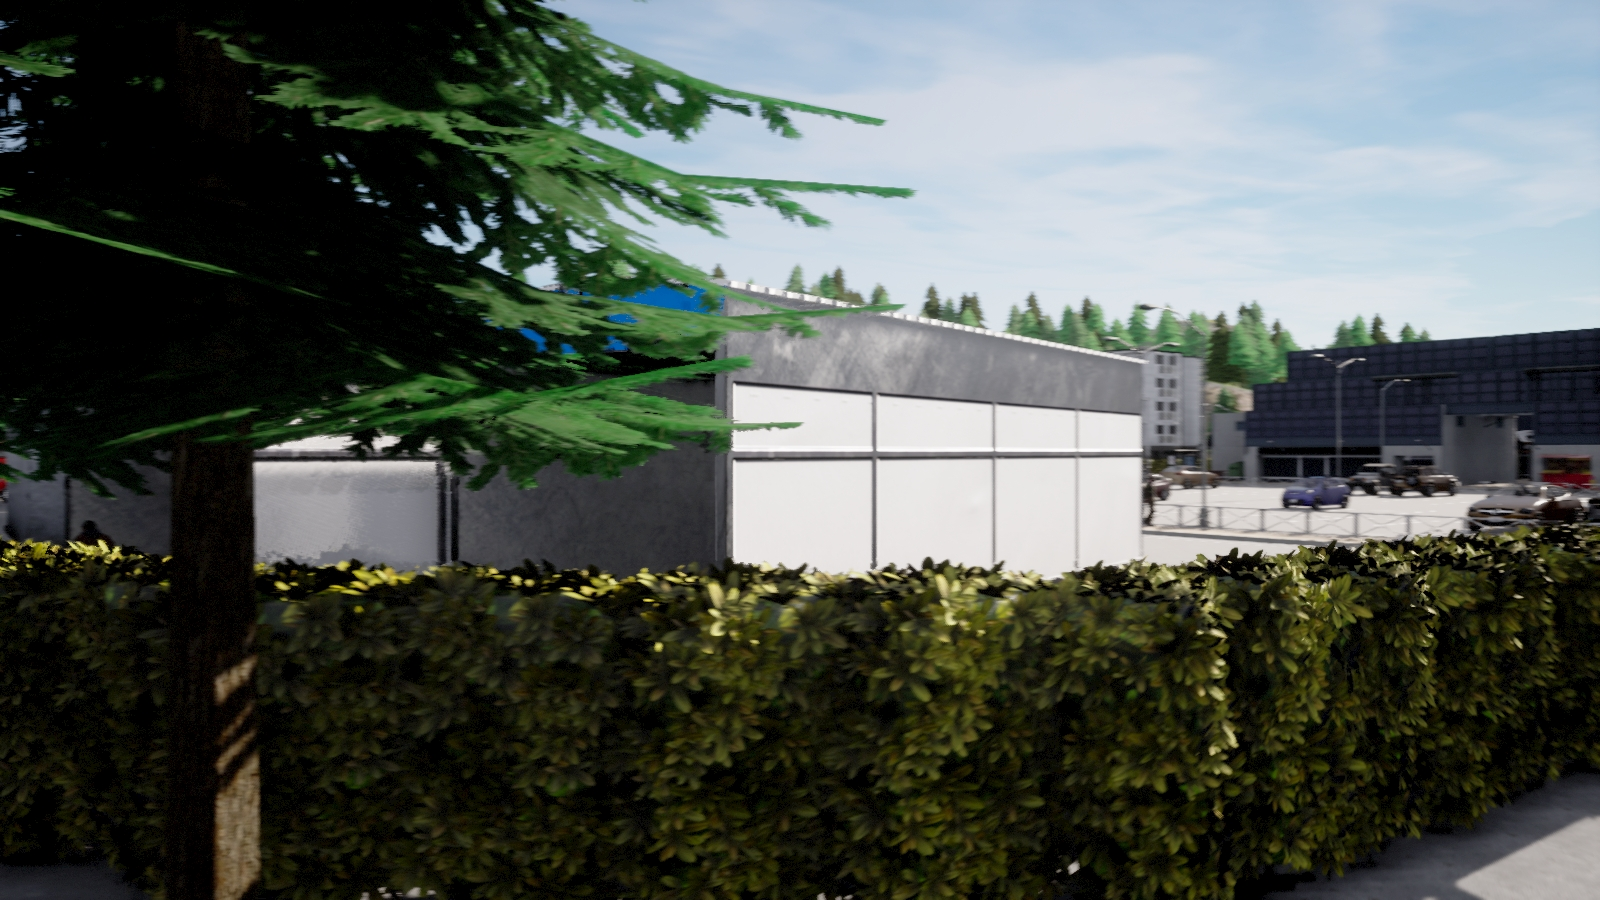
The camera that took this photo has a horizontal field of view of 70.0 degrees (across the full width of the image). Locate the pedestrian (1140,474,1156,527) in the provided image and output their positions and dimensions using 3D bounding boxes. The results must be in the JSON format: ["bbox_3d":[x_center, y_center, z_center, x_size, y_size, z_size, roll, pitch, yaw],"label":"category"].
[{"bbox_3d":[12.364,1.782,40.622,0.375,1.860,0.375,0,0,-37],"label":"pedestrian"}]

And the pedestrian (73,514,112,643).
[{"bbox_3d":[-10.530,1.897,17.009,0.375,1.860,0.375,0,0,37],"label":"pedestrian"}]
